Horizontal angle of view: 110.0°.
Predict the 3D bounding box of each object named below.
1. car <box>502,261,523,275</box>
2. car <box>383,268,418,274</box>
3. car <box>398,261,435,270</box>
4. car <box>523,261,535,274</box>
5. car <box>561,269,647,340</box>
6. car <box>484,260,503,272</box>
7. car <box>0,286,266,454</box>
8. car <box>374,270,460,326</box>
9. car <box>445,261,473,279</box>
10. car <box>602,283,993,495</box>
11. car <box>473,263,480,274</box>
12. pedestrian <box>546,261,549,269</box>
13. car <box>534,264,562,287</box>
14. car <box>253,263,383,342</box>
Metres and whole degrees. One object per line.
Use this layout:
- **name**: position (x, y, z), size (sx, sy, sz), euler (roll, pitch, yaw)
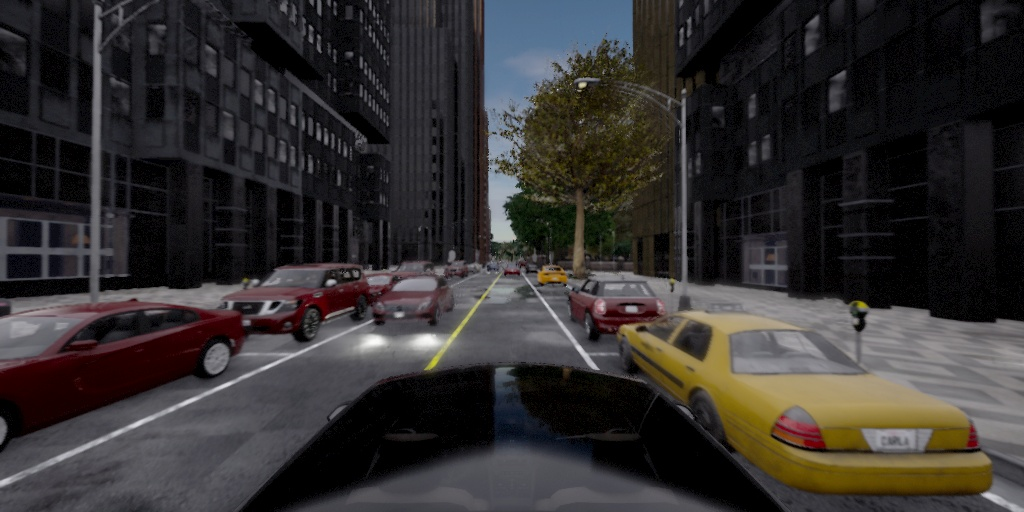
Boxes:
- **car**: position (0.026, 1.722, 45.478), size (1.994, 1.385, 4.181), euler (0, -1, 1)
- **car**: position (-5.764, 1.423, 15.732), size (1.888, 1.381, 4.507), euler (0, 0, 0)
- **car**: position (-5.765, 1.244, 21.244), size (2.192, 1.841, 5.009), euler (0, 0, 0)
- **car**: position (2.757, 1.753, 48.815), size (1.948, 1.339, 4.313), euler (0, 0, 0)
- **car**: position (2.762, 1.268, 10.225), size (1.967, 1.591, 4.097), euler (0, 0, 0)
- **car**: position (-3.007, 1.866, 58.175), size (2.033, 1.411, 5.357), euler (0, -1, 0)
- **car**: position (-5.763, 1.322, 4.707), size (1.888, 1.381, 4.507), euler (0, 0, 0)
- **car**: position (-3.101, 1.372, 12.184), size (1.812, 1.442, 4.674), euler (0, -1, 0)
- **car**: position (-5.767, 1.397, 37.781), size (2.192, 1.841, 5.009), euler (0, 0, 0)
- **car**: position (2.763, 1.303, 4.883), size (1.751, 1.417, 4.829), euler (0, 0, 0)
- **car**: position (-5.768, 1.737, 48.805), size (2.007, 1.370, 4.403), euler (0, 0, 0)
- **pedestrian**: position (2.997, 1.309, 30.560), size (0.375, 1.860, 0.375), euler (0, -1, 0)
- **car**: position (2.997, 1.466, 27.554), size (1.882, 1.535, 5.008), euler (0, -1, 0)
- **car**: position (-5.763, 1.142, 10.219), size (2.192, 1.841, 5.009), euler (0, 0, 0)
